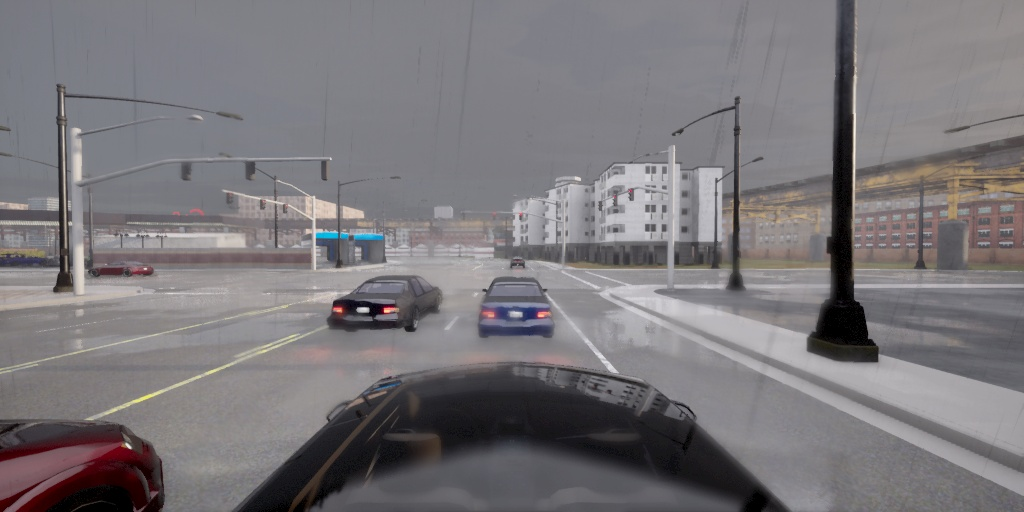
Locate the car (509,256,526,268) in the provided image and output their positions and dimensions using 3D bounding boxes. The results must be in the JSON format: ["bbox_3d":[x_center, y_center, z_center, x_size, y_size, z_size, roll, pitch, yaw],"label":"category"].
[{"bbox_3d":[0.707,0.772,46.145,1.837,1.490,4.892,0,1,0],"label":"car"}]

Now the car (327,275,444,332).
[{"bbox_3d":[-3.406,1.274,10.716,2.033,1.411,5.357,0,0,0],"label":"car"}]

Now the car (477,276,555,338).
[{"bbox_3d":[0.090,1.279,10.114,2.033,1.411,5.357,0,0,0],"label":"car"}]

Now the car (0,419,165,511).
[{"bbox_3d":[-3.395,1.314,0.719,1.994,1.385,4.181,0,0,0],"label":"car"}]

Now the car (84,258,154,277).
[{"bbox_3d":[-33.713,1.084,30.964,4.181,1.385,1.994,0,1,-1],"label":"car"}]
